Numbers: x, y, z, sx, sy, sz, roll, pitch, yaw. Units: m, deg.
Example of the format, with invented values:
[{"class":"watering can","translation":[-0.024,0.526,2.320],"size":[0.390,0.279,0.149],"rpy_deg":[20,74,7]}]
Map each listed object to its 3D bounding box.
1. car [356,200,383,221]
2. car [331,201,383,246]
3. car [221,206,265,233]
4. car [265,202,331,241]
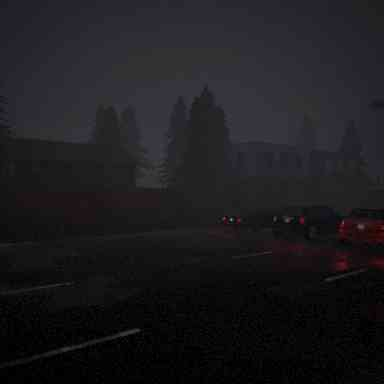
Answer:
[{"class":"car","translation":[16.416,1.492,28.476],"size":[4.902,1.511,2.128],"rpy_deg":[0,0,-35]},{"class":"car","translation":[8.244,1.363,14.049],"size":[4.553,1.767,2.097],"rpy_deg":[0,0,-35]},{"class":"car","translation":[4.204,1.560,19.765],"size":[5.357,1.411,2.033],"rpy_deg":[0,0,-35]},{"class":"car","translation":[6.212,1.363,16.898],"size":[4.553,1.767,2.097],"rpy_deg":[0,0,-35]}]
